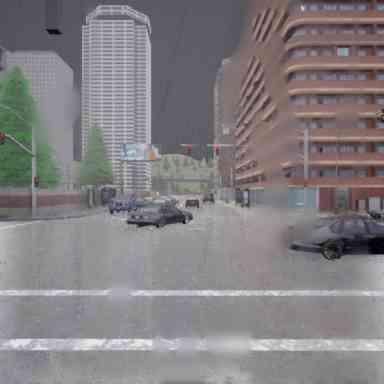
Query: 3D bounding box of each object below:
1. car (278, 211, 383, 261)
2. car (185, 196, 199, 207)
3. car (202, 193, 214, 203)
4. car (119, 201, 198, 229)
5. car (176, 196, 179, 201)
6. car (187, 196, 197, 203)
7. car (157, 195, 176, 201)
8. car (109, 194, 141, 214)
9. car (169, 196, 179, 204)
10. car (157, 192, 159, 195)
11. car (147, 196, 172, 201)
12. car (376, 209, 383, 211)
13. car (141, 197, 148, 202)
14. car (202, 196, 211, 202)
[{"bbox_3d":[5.852,1.527,11.663,5.357,1.411,2.033,0,0,-1],"label":"car"},{"bbox_3d":[0.036,1.477,49.716,1.882,1.535,5.008,0,0,0],"label":"car"},{"bbox_3d":[3.412,1.221,68.680,2.150,2.045,5.566,0,0,0],"label":"car"},{"bbox_3d":[-1.987,1.531,21.700,2.033,1.411,5.357,0,0,30],"label":"car"},{"bbox_3d":[-3.656,1.547,57.066,2.033,1.411,5.357,0,0,0],"label":"car"},{"bbox_3d":[0.031,1.525,67.667,1.812,1.442,4.674,0,0,0],"label":"car"},{"bbox_3d":[-3.652,1.526,47.355,1.812,1.442,4.674,0,0,0],"label":"car"},{"bbox_3d":[-7.146,1.222,35.199,2.150,2.045,5.566,0,0,0],"label":"car"},{"bbox_3d":[-3.607,1.526,67.022,1.812,1.442,4.674,0,0,0],"label":"car"},{"bbox_3d":[-7.127,1.352,64.787,2.097,1.767,4.553,0,0,0],"label":"car"},{"bbox_3d":[-3.647,1.526,38.259,1.812,1.442,4.674,0,0,0],"label":"car"},{"bbox_3d":[15.002,1.492,23.249,5.357,1.411,2.033,0,0,-12],"label":"car"},{"bbox_3d":[-7.158,1.547,45.449,2.033,1.411,5.357,0,0,0],"label":"car"},{"bbox_3d":[3.400,1.576,78.247,1.895,1.301,4.718,0,0,0],"label":"car"}]
